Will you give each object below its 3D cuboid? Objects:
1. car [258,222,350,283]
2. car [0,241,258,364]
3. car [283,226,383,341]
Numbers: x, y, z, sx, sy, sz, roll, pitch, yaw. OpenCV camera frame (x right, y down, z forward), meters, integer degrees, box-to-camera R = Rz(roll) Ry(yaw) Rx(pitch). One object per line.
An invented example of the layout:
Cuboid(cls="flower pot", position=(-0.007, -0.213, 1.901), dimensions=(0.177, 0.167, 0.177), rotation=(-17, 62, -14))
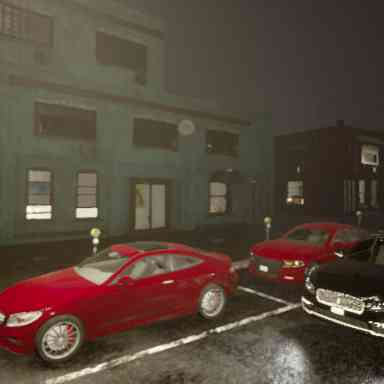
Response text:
Cuboid(cls="car", position=(3.507, 1.534, 9.048), dimensions=(4.507, 1.381, 1.887), rotation=(0, 1, -35))
Cuboid(cls="car", position=(-1.037, 1.579, 5.808), dimensions=(4.206, 1.307, 1.802), rotation=(0, 1, -35))
Cuboid(cls="car", position=(4.115, 1.496, 6.299), dimensions=(4.892, 1.490, 1.837), rotation=(0, 0, -35))
